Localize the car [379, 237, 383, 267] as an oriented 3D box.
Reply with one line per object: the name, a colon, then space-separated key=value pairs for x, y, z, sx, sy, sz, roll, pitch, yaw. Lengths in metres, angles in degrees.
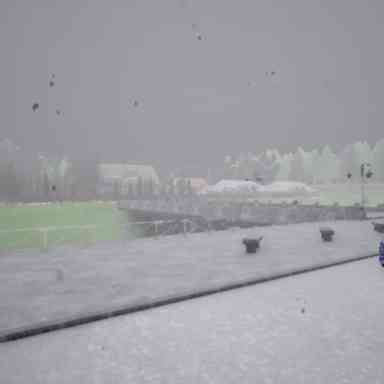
car: x=7.534 y=1.457 z=9.985 sx=5.008 sy=1.535 sz=1.882 roll=0 pitch=0 yaw=-36
